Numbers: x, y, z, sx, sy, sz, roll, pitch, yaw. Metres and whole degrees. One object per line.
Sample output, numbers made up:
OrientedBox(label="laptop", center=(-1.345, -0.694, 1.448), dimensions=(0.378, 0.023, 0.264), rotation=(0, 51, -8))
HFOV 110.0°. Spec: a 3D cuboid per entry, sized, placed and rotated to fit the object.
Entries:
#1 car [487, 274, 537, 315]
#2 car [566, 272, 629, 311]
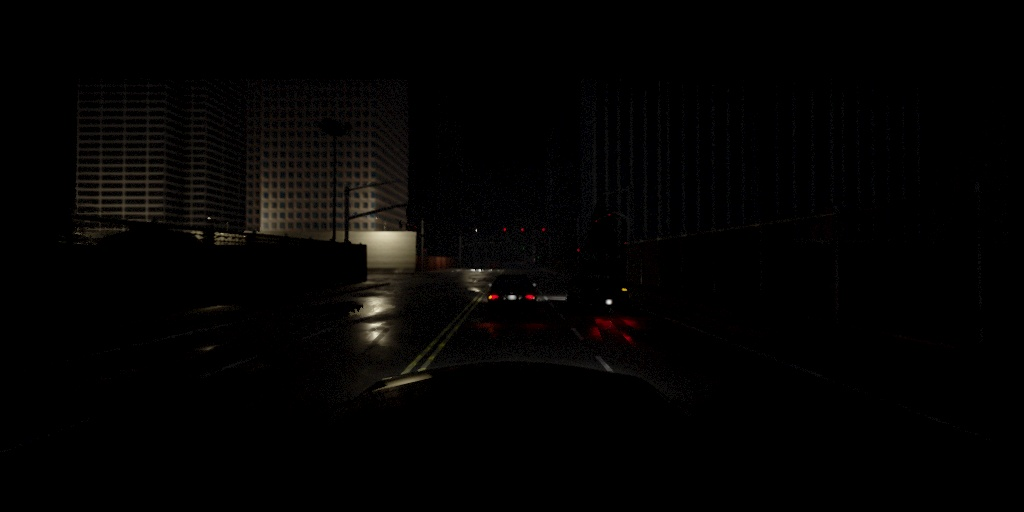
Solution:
OrientedBox(label="car", center=(0.010, 1.438, 14.336), dimensions=(2.033, 1.411, 5.357), rotation=(0, -1, 0))
OrientedBox(label="car", center=(3.520, 1.409, 15.351), dimensions=(1.837, 1.490, 4.892), rotation=(0, 0, 0))
